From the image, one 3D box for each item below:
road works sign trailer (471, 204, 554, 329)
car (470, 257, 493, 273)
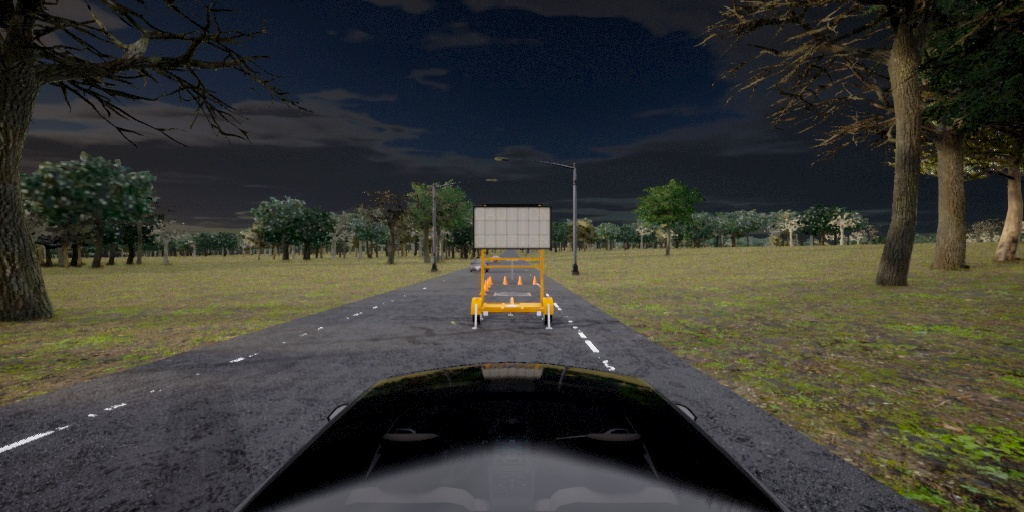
[{"bbox_3d":[0.011,0.197,11.145,2.380,3.560,2.880,0,0,0],"label":"road works sign trailer"},{"bbox_3d":[-3.555,1.080,39.665,2.128,1.511,4.902,0,0,0],"label":"car"}]
